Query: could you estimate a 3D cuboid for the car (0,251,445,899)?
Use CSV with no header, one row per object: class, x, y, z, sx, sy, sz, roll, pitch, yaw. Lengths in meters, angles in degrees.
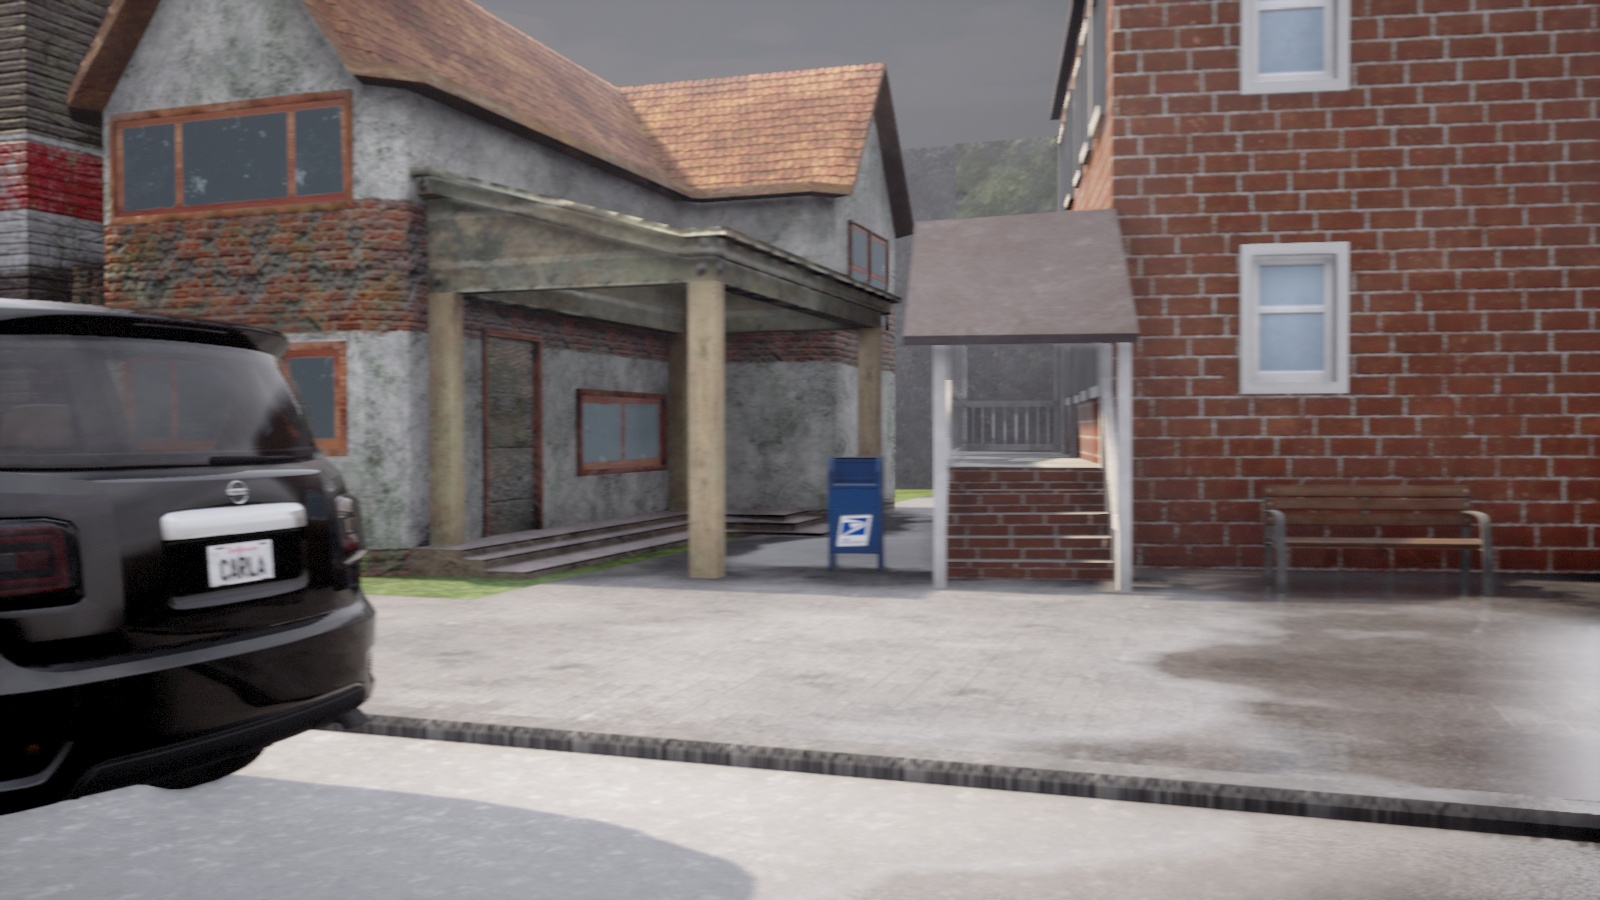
car,-4.498,0.445,5.231,5.566,2.045,2.150,1,1,19
